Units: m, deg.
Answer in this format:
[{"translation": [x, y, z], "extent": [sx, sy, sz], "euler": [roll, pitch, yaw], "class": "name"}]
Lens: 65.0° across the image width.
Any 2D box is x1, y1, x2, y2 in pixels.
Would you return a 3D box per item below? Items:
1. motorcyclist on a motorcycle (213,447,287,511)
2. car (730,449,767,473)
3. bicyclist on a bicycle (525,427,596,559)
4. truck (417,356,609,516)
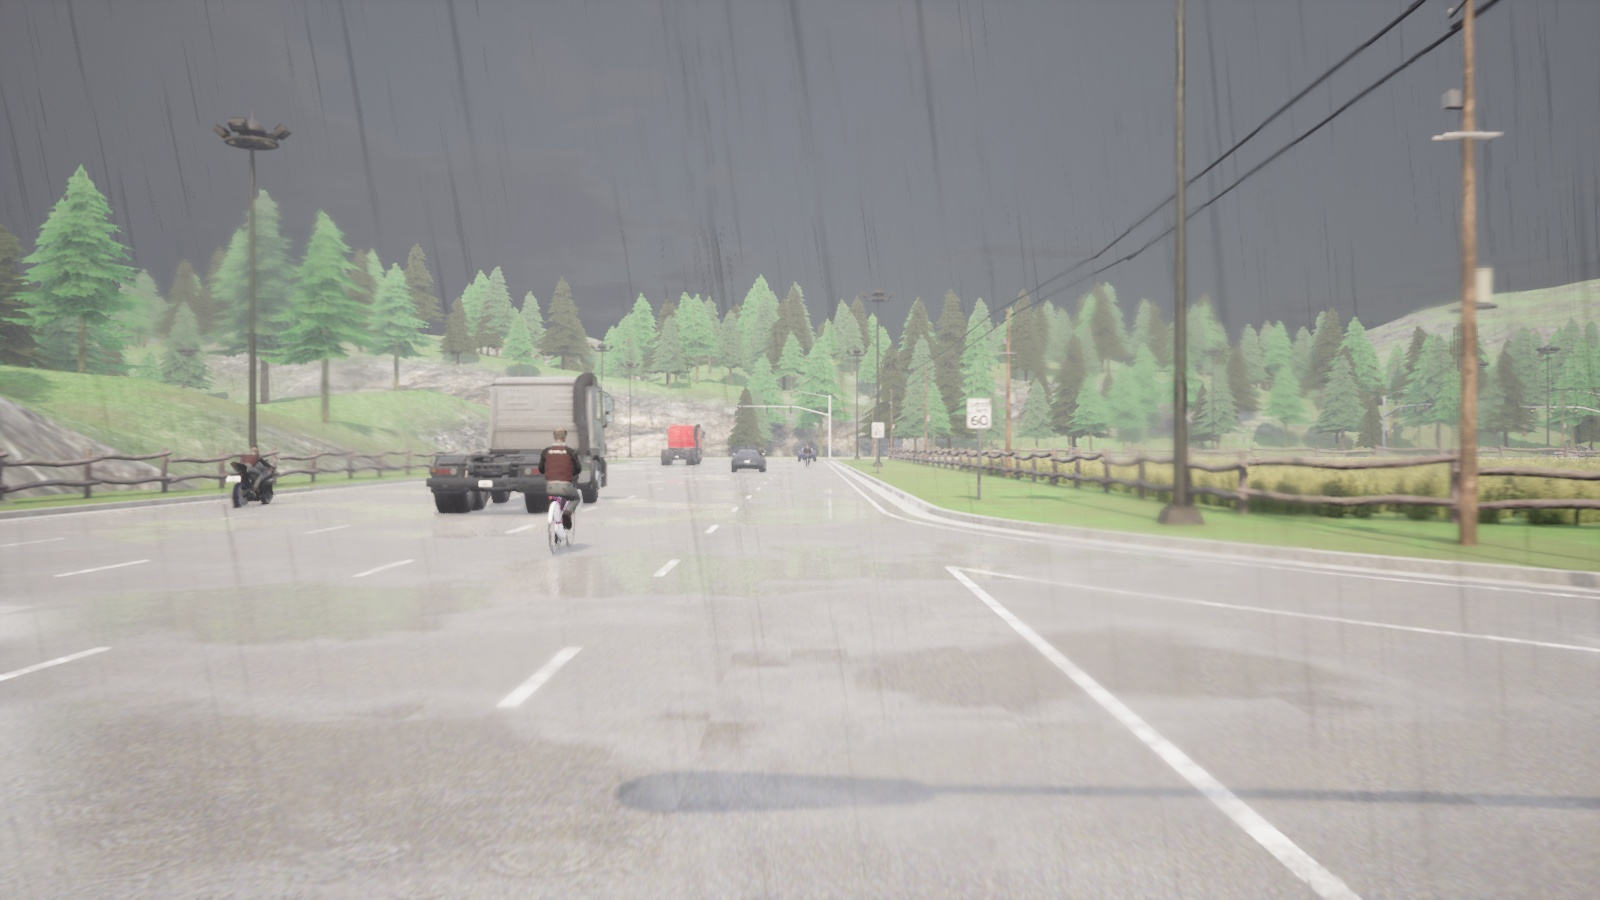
[{"translation": [-13.803, 0.697, 31.593], "extent": [0.866, 1.530, 2.191], "euler": [0, 1, 0], "class": "motorcyclist on a motorcycle"}, {"translation": [-3.055, 0.633, 74.701], "extent": [1.994, 1.385, 4.181], "euler": [0, 0, 0], "class": "car"}, {"translation": [-3.382, 0.573, 17.878], "extent": [0.659, 1.776, 1.843], "euler": [0, 0, 0], "class": "bicyclist on a bicycle"}, {"translation": [-6.805, -0.313, 31.065], "extent": [2.891, 3.462, 7.936], "euler": [0, 0, 0], "class": "truck"}]
